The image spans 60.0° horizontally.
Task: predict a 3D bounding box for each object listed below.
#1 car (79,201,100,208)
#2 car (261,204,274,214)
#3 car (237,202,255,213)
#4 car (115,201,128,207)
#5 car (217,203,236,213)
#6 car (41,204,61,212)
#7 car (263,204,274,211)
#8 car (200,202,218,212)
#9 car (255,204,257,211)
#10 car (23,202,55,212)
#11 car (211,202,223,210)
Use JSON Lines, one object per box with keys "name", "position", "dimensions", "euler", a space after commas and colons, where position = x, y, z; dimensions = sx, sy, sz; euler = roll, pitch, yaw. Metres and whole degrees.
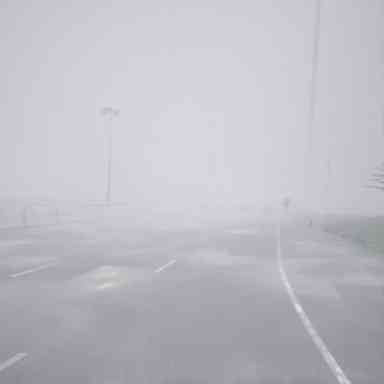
{"name": "car", "position": [-12.523, 2.201, 42.927], "dimensions": [2.033, 1.411, 5.357], "euler": [1, -1, 15]}
{"name": "car", "position": [13.011, 3.035, 57.740], "dimensions": [1.994, 1.385, 4.181], "euler": [1, -1, 14]}
{"name": "car", "position": [9.629, 2.958, 58.641], "dimensions": [1.812, 1.442, 4.674], "euler": [1, -1, 14]}
{"name": "car", "position": [-12.617, 2.337, 56.537], "dimensions": [2.097, 1.767, 4.553], "euler": [1, -1, 15]}
{"name": "car", "position": [6.239, 2.919, 59.508], "dimensions": [1.812, 1.442, 4.674], "euler": [1, -1, 14]}
{"name": "car", "position": [-17.197, 1.995, 38.828], "dimensions": [1.812, 1.442, 4.674], "euler": [1, -1, 14]}
{"name": "car", "position": [15.498, 3.140, 67.465], "dimensions": [1.994, 1.385, 4.181], "euler": [1, -1, 14]}
{"name": "car", "position": [2.844, 2.706, 60.351], "dimensions": [2.097, 1.767, 4.553], "euler": [1, -1, 14]}
{"name": "car", "position": [12.103, 2.902, 68.308], "dimensions": [2.097, 1.767, 4.553], "euler": [1, -1, 14]}
{"name": "car", "position": [-22.020, 2.169, 47.995], "dimensions": [1.994, 1.385, 4.181], "euler": [1, -2, 15]}
{"name": "car", "position": [5.327, 2.970, 70.068], "dimensions": [1.837, 1.490, 4.892], "euler": [1, -1, 14]}
